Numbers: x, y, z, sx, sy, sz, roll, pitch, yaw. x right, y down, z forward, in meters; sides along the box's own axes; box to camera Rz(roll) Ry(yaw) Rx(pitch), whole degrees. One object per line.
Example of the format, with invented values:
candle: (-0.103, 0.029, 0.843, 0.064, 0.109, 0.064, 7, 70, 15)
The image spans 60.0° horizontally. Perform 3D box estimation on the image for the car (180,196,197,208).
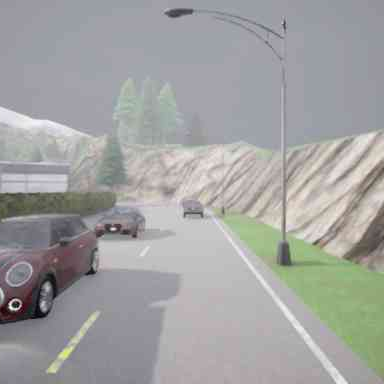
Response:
car: (-0.554, 1.355, 45.468, 1.812, 1.442, 4.674, 0, 0, -7)

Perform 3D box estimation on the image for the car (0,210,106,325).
car: (-3.590, 1.324, 7.278, 2.097, 1.767, 4.553, 0, 0, 0)

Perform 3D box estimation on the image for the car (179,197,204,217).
car: (0.109, 1.436, 29.656, 2.033, 1.411, 5.357, 0, 0, 0)

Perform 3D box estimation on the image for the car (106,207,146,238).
car: (-3.574, 1.499, 17.184, 1.994, 1.385, 4.181, 0, 0, 1)
